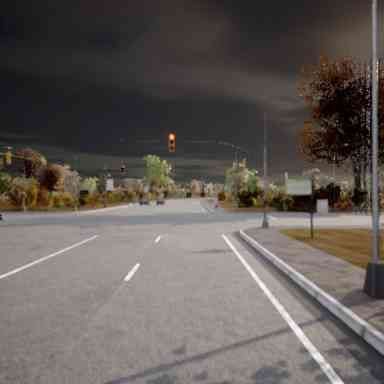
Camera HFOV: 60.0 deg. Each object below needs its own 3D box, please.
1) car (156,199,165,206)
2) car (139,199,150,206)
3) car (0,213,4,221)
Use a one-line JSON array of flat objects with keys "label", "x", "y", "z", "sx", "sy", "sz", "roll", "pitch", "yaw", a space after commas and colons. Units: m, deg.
[{"label": "car", "x": -6.985, "y": 2.297, "z": 74.042, "sx": 2.033, "sy": 1.411, "sz": 5.357, "roll": 0, "pitch": -1, "yaw": 0}, {"label": "car", "x": -10.485, "y": 2.297, "z": 74.053, "sx": 2.033, "sy": 1.411, "sz": 5.357, "roll": 0, "pitch": -1, "yaw": 0}, {"label": "car", "x": -18.197, "y": 1.827, "z": 27.531, "sx": 4.892, "sy": 1.490, "sz": 1.837, "roll": 2, "pitch": 0, "yaw": 3}]
